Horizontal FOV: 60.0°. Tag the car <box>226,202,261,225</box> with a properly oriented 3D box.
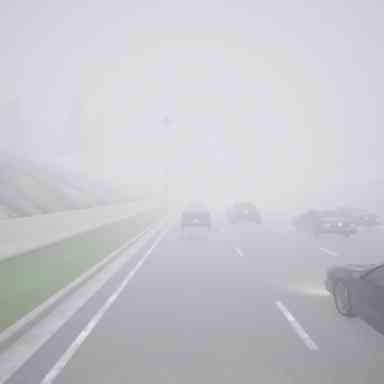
[{"bbox_3d":[3.800,1.500,25.252,2.097,1.767,4.553,0,0,0],"label":"car"}]

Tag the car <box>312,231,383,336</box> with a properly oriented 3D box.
[{"bbox_3d":[3.643,1.583,4.472,2.033,1.411,5.357,0,0,0],"label":"car"}]

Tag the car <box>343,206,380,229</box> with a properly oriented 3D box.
[{"bbox_3d":[10.778,1.704,23.019,2.033,1.411,5.357,0,0,0],"label":"car"}]

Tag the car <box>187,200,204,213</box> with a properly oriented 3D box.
[{"bbox_3d":[0.434,1.784,41.014,1.994,1.385,4.181,0,0,1],"label":"car"}]

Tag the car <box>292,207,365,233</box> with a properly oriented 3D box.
[{"bbox_3d":[7.242,1.670,18.720,2.033,1.411,5.357,0,0,0],"label":"car"}]

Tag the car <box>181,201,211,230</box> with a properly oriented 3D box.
[{"bbox_3d":[0.266,1.598,22.205,1.882,1.535,5.008,0,0,1],"label":"car"}]
